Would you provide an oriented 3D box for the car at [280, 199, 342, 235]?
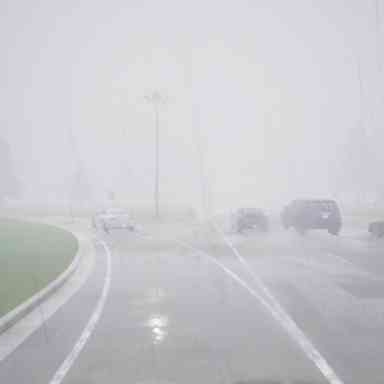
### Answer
[{"bbox_3d":[7.099,1.442,20.369,2.150,2.045,5.566,0,-1,0],"label":"car"}]

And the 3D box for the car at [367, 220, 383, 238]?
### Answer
[{"bbox_3d":[10.599,1.720,15.897,2.033,1.411,5.357,0,-1,0],"label":"car"}]

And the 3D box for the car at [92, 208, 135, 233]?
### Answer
[{"bbox_3d":[-5.113,1.757,21.452,1.812,1.442,4.674,1,-1,-29],"label":"car"}]

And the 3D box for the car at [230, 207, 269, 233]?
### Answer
[{"bbox_3d":[3.599,1.735,21.305,1.837,1.490,4.892,0,-1,0],"label":"car"}]
